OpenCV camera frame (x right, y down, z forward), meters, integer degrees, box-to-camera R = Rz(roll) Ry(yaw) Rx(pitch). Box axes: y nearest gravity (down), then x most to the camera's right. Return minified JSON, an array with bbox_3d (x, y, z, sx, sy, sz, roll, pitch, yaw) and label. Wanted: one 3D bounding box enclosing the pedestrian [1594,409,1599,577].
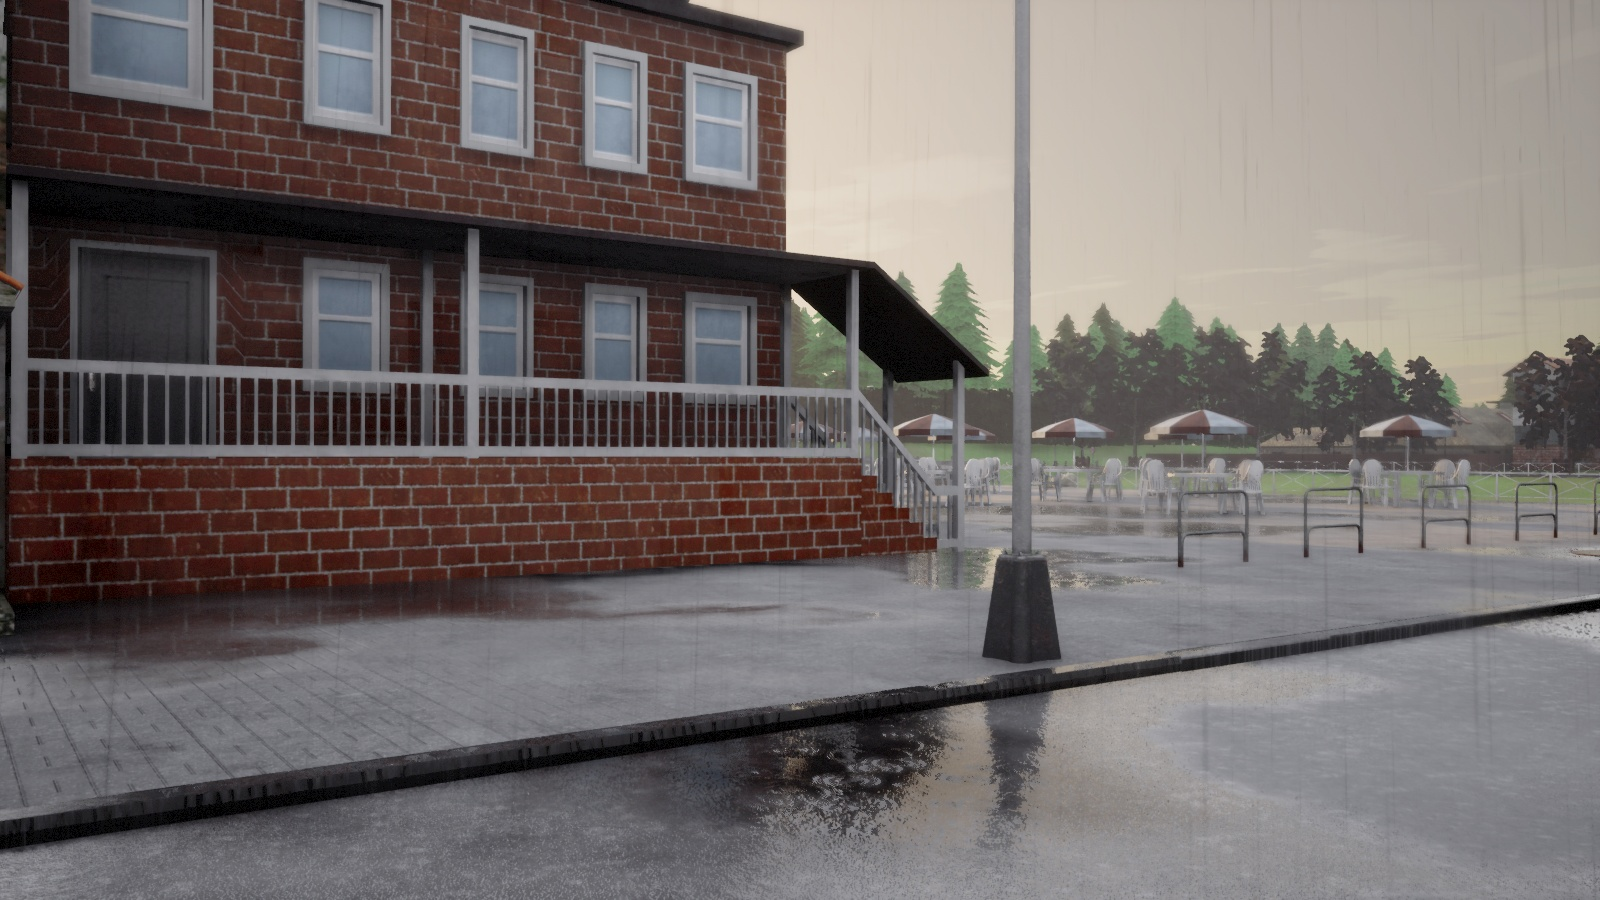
[{"bbox_3d":[9.260,0.469,13.664,0.899,1.844,0.634,0,0,-21],"label":"pedestrian"}]
